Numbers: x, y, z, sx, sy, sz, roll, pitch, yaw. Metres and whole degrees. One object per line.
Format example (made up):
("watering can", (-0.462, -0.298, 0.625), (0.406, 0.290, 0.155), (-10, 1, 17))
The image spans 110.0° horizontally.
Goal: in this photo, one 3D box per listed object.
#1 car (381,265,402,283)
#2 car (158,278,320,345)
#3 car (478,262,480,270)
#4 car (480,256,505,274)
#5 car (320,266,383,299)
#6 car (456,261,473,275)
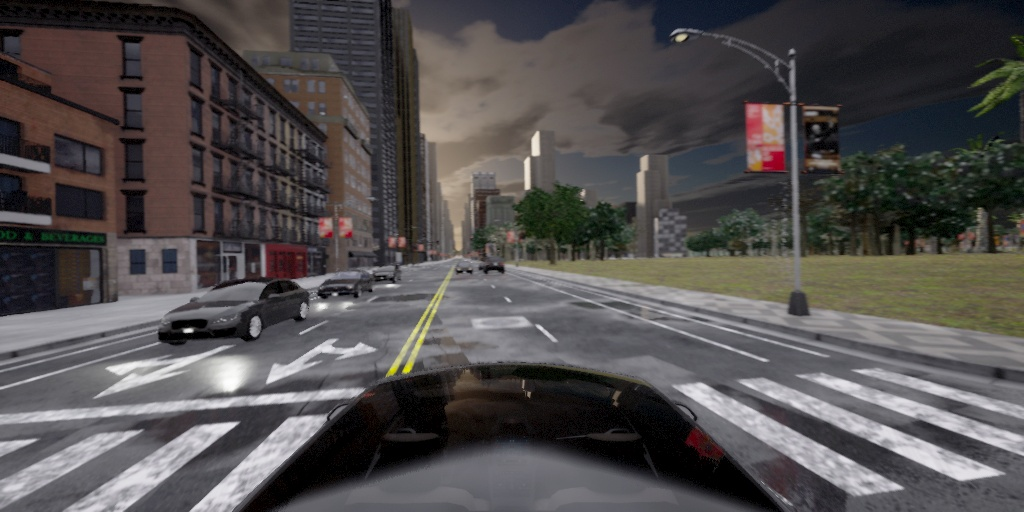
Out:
("car", (-10.568, 1.498, 30.556), (1.837, 1.490, 4.892), (-1, 0, -8))
("car", (-7.636, 1.437, 10.467), (1.837, 1.490, 4.892), (-1, 0, -8))
("car", (-3.883, 1.384, 52.775), (1.994, 1.385, 4.181), (-1, 0, -8))
("car", (-2.149, 1.002, 41.509), (2.150, 2.045, 5.566), (-1, 0, -9))
("car", (-9.068, 1.509, 20.221), (2.033, 1.411, 5.357), (-1, 0, -8))
("car", (-5.441, 1.463, 40.947), (1.895, 1.301, 4.718), (-1, 0, -8))
